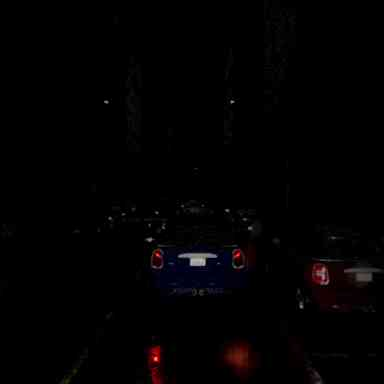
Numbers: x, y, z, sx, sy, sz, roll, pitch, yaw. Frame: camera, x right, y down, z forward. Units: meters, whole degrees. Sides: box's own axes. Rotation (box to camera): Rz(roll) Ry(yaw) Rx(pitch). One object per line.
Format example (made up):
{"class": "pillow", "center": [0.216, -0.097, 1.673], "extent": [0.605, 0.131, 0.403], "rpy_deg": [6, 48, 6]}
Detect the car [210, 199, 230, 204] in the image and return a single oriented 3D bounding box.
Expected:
{"class": "car", "center": [2.917, 1.569, 29.471], "extent": [1.947, 1.339, 4.313], "rpy_deg": [0, 0, 0]}

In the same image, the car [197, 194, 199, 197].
{"class": "car", "center": [3.116, 1.535, 88.197], "extent": [1.967, 1.590, 4.097], "rpy_deg": [0, 0, 0]}

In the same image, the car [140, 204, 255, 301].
{"class": "car", "center": [0.116, 1.353, 8.494], "extent": [2.097, 1.767, 4.553], "rpy_deg": [0, 0, 0]}

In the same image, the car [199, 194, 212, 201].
{"class": "car", "center": [3.031, 1.484, 66.562], "extent": [1.967, 1.590, 4.097], "rpy_deg": [0, 0, 0]}

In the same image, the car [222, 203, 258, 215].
{"class": "car", "center": [2.893, 1.552, 18.469], "extent": [2.008, 1.369, 4.403], "rpy_deg": [0, 0, 0]}

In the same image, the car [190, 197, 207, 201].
{"class": "car", "center": [0.060, 1.459, 28.343], "extent": [1.801, 1.575, 5.366], "rpy_deg": [0, 0, 0]}

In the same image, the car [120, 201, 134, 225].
{"class": "car", "center": [-5.621, 1.583, 23.989], "extent": [1.802, 1.307, 4.206], "rpy_deg": [0, 0, 0]}

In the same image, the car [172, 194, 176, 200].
{"class": "car", "center": [-5.450, 1.615, 77.410], "extent": [2.008, 1.369, 4.403], "rpy_deg": [0, 0, 0]}

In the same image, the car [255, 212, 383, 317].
{"class": "car", "center": [2.869, 1.440, 7.466], "extent": [1.967, 1.590, 4.097], "rpy_deg": [0, 0, 0]}

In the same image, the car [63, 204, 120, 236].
{"class": "car", "center": [-5.632, 1.566, 18.487], "extent": [1.947, 1.339, 4.313], "rpy_deg": [0, 0, 0]}

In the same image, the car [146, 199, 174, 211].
{"class": "car", "center": [-2.946, 1.568, 29.820], "extent": [1.994, 1.385, 4.181], "rpy_deg": [0, 0, 0]}

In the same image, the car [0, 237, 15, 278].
{"class": "car", "center": [-5.656, 1.582, 7.485], "extent": [1.802, 1.307, 4.206], "rpy_deg": [0, 0, 0]}

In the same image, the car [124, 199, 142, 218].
{"class": "car", "center": [-5.609, 1.443, 29.490], "extent": [1.967, 1.590, 4.097], "rpy_deg": [0, 0, 0]}

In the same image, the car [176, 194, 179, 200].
{"class": "car", "center": [-5.387, 1.637, 93.465], "extent": [1.752, 1.417, 4.829], "rpy_deg": [0, 0, 0]}

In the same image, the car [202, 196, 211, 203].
{"class": "car", "center": [3.053, 1.579, 72.141], "extent": [1.752, 1.417, 4.829], "rpy_deg": [0, 0, 0]}

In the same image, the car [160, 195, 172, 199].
{"class": "car", "center": [-5.494, 1.625, 66.593], "extent": [1.802, 1.307, 4.206], "rpy_deg": [0, 0, 0]}

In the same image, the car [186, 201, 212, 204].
{"class": "car", "center": [0.134, 1.479, 18.319], "extent": [1.882, 1.535, 5.008], "rpy_deg": [0, 0, 0]}
